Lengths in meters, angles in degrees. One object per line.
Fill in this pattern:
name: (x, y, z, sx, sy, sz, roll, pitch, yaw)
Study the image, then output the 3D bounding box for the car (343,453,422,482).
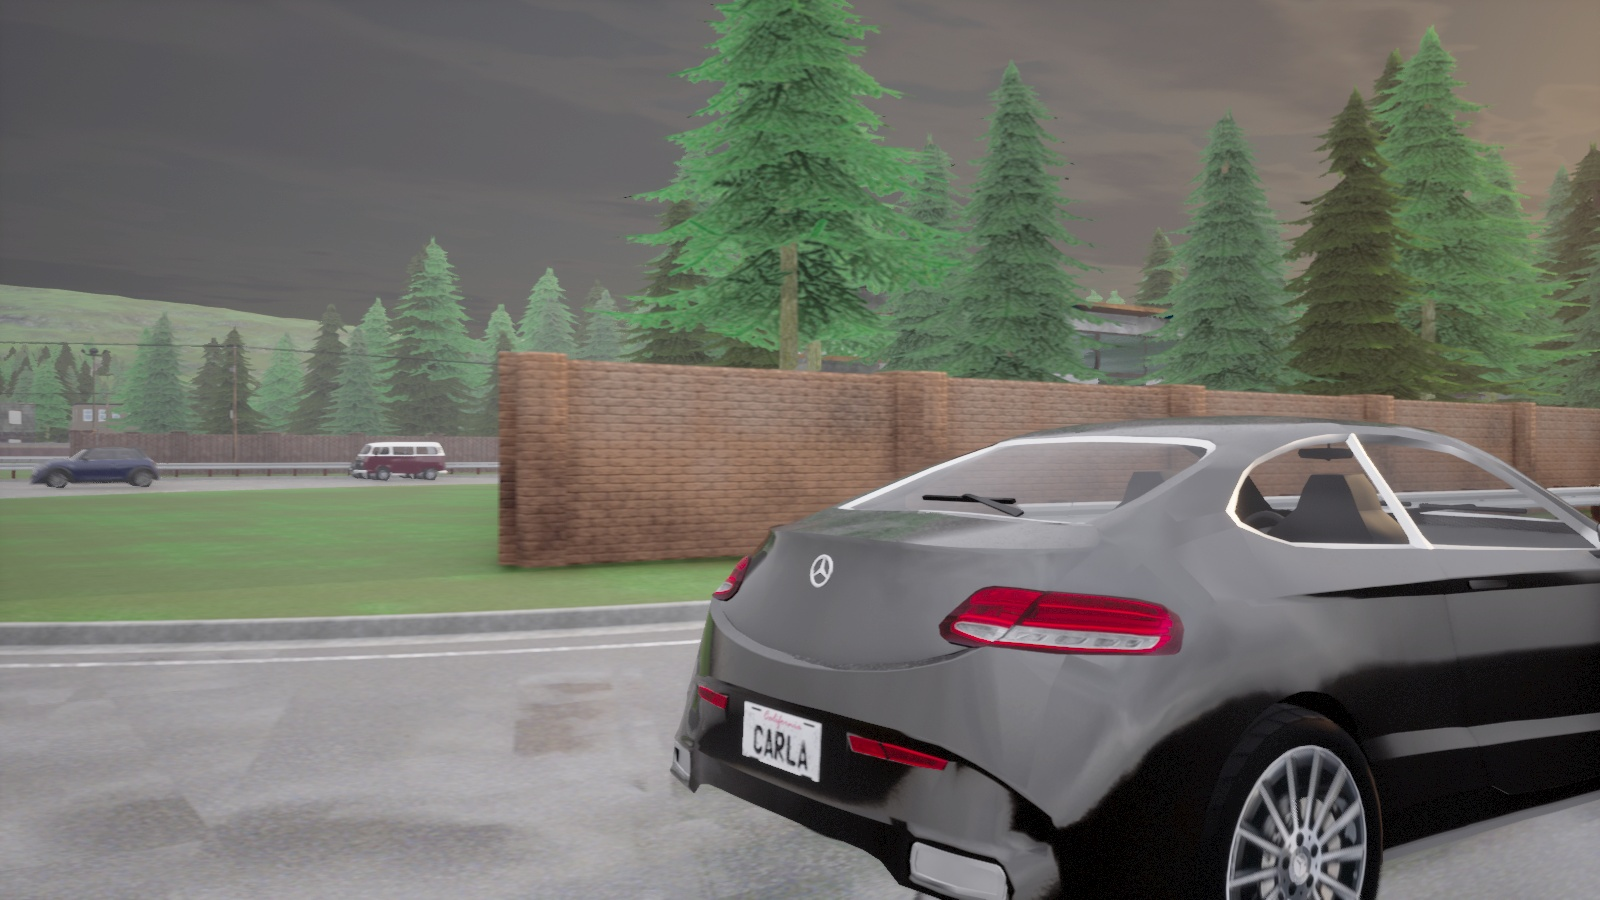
car: (-22.761, 0.939, 68.480, 3.705, 1.549, 1.789, 0, 0, -35)

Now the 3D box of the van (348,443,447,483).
van: (-20.962, 0.673, 65.468, 4.480, 2.038, 2.069, 0, 0, -35)

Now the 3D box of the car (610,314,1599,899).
car: (1.997, 0.532, 5.049, 5.027, 1.651, 2.152, 0, 0, -35)

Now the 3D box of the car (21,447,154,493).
car: (-29.065, 0.789, 51.251, 4.553, 1.767, 2.097, 0, 0, -35)
